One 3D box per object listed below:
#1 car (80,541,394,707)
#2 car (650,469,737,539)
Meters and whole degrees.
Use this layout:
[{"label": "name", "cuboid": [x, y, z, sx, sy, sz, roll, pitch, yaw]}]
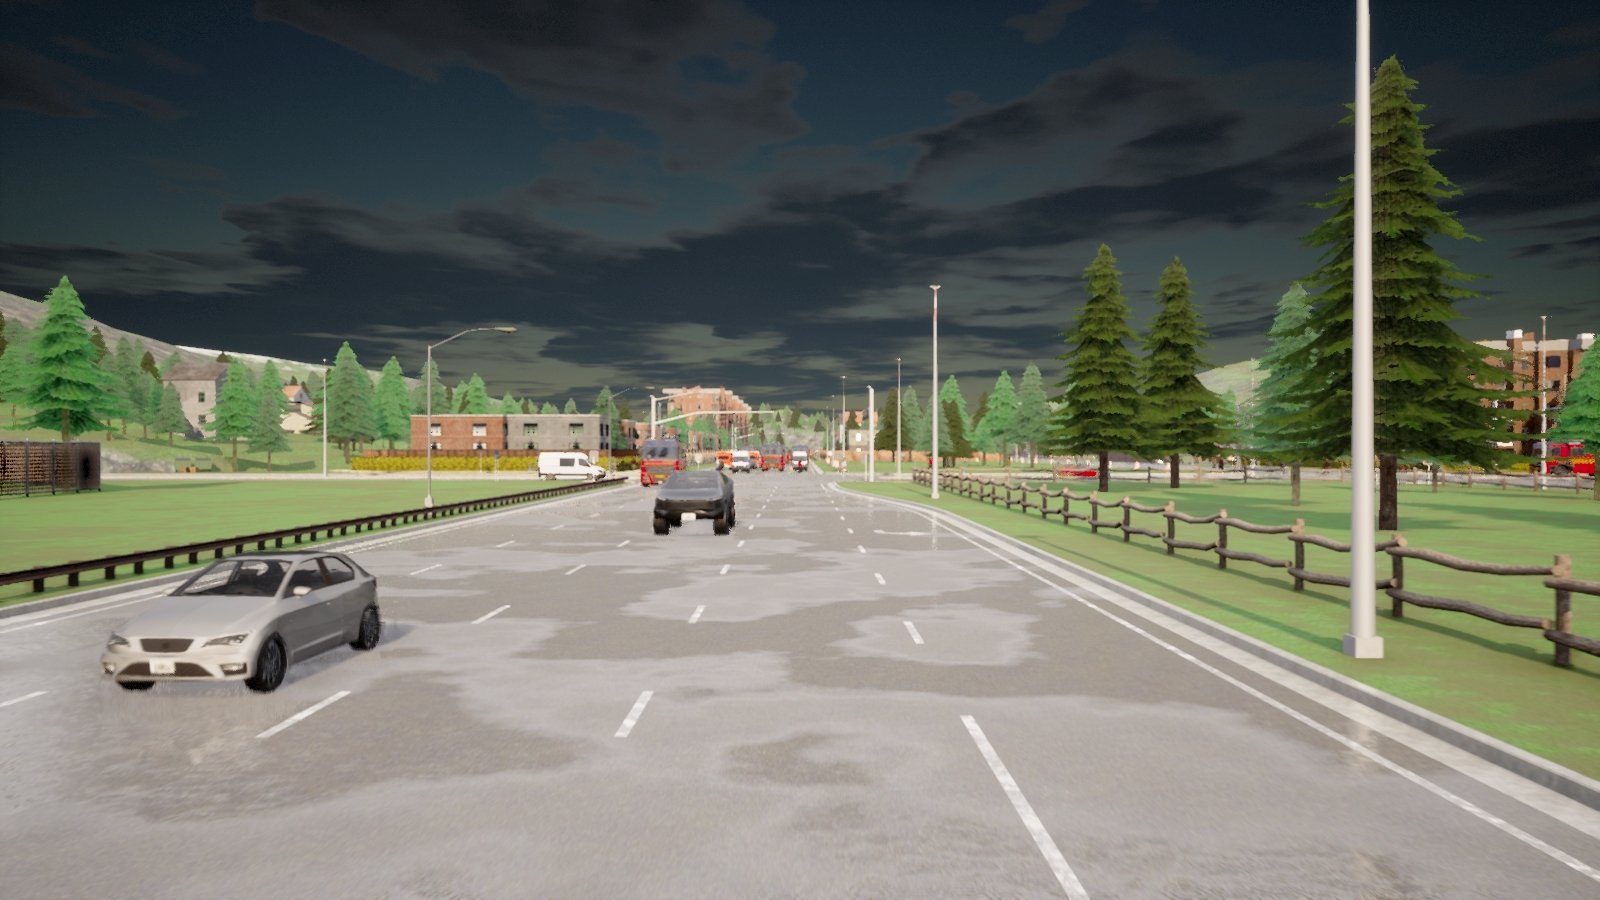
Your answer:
[{"label": "car", "cuboid": [-6.882, 2.062, 14.541, 1.816, 1.474, 4.193, 0, 0, 2]}, {"label": "car", "cuboid": [-3.509, 1.744, 39.083, 2.390, 2.098, 6.274, 0, 0, 0]}]
